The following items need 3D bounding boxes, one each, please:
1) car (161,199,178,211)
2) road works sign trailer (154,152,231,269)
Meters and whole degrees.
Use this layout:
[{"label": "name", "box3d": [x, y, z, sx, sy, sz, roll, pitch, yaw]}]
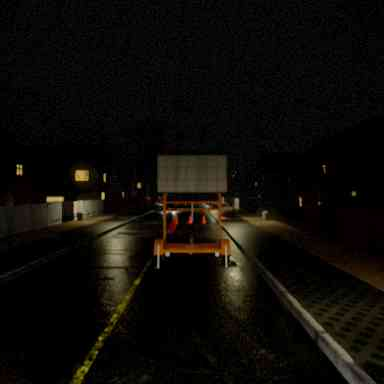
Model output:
[{"label": "car", "box3d": [-2.804, 1.635, 42.241, 2.033, 1.411, 5.357, 0, 0, 0]}, {"label": "road works sign trailer", "box3d": [0.012, 0.458, 11.112, 2.380, 3.560, 2.880, 0, 0, 0]}]
